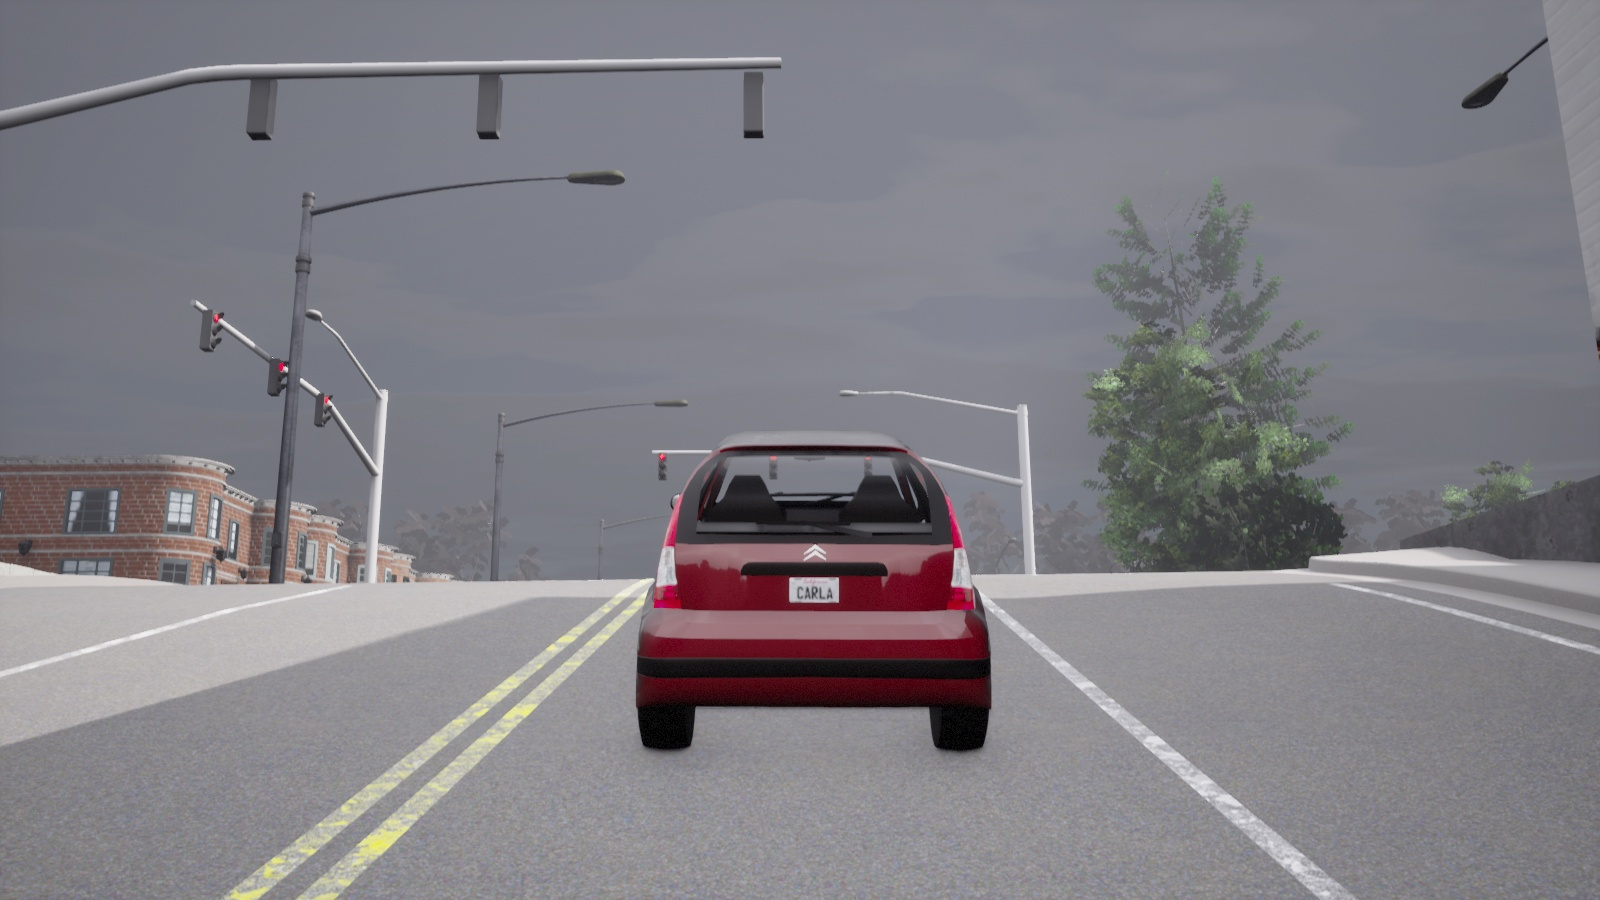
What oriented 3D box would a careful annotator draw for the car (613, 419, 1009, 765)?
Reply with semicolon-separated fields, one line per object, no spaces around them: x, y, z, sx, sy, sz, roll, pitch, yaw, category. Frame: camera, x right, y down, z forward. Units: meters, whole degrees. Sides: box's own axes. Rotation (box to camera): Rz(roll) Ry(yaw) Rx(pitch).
0.055;0.665;7.898;1.851;1.617;3.988;0;0;0;car
